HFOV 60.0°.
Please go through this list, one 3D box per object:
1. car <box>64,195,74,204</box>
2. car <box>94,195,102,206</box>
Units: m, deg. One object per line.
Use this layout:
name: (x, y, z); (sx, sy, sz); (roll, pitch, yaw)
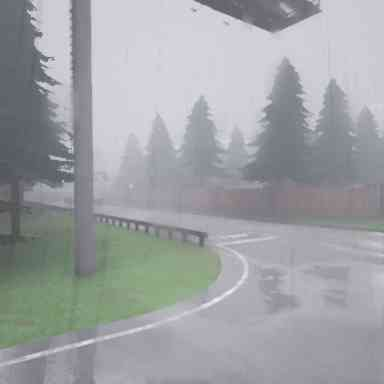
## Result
car: (-18.832, 1.177, 52.537); (2.033, 1.411, 5.357); (-1, 1, -33)
car: (-13.264, 1.161, 43.960); (1.812, 1.442, 4.674); (-1, 1, -33)
